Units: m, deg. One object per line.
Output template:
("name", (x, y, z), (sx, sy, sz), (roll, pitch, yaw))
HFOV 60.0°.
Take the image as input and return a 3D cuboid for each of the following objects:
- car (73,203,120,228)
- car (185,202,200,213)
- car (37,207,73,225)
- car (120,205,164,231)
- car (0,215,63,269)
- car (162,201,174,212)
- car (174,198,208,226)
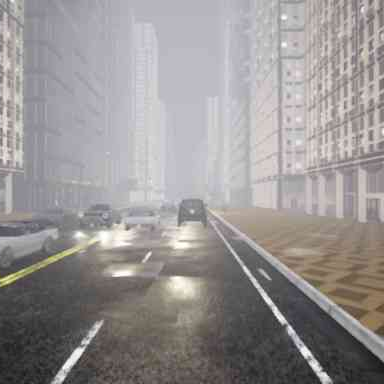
("car", (-6.503, 1.585, 23.900), (2.097, 1.767, 4.553), (0, -1, 0))
("car", (0.089, 2.034, 45.264), (1.994, 1.385, 4.181), (0, -1, 0))
("car", (-9.751, 1.783, 24.100), (2.033, 1.411, 5.357), (0, -1, 0))
("car", (-3.229, 1.820, 22.433), (1.895, 1.301, 4.718), (0, -1, 0))
("car", (-6.531, 1.711, 11.691), (1.895, 1.301, 4.718), (0, -1, 0))
("car", (-3.159, 1.964, 45.471), (2.128, 1.511, 4.902), (0, -1, 0))
("car", (0.051, 1.475, 25.573), (2.150, 2.045, 5.566), (0, 0, 1))
